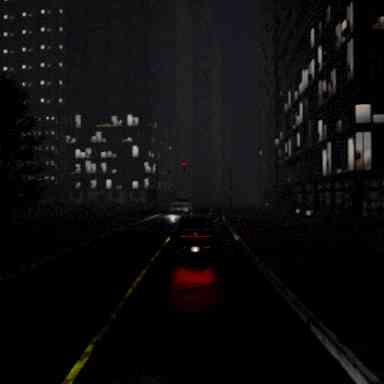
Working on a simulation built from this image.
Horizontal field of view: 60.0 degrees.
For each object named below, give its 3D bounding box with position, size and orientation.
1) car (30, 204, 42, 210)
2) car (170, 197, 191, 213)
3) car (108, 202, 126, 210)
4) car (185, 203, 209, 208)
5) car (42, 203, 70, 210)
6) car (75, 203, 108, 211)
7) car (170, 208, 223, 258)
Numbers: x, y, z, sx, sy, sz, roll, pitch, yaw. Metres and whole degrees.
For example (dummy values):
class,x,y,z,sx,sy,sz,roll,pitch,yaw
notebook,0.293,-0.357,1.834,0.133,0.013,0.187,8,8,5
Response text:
class,x,y,z,sx,sy,sz,roll,pitch,yaw
car,-30.369,2.813,63.159,4.313,1.339,1.947,-1,0,13
car,-1.326,1.647,41.213,2.150,2.045,5.566,0,-1,5
car,-13.932,2.456,59.354,4.403,1.369,2.008,-1,0,13
car,0.813,1.860,28.262,1.994,1.385,4.181,0,0,4
car,-24.890,2.698,61.891,4.313,1.339,1.947,-1,0,13
car,-15.823,2.337,51.191,4.403,1.369,2.008,-1,0,13
car,0.194,1.651,13.444,1.837,1.490,4.892,0,0,2
